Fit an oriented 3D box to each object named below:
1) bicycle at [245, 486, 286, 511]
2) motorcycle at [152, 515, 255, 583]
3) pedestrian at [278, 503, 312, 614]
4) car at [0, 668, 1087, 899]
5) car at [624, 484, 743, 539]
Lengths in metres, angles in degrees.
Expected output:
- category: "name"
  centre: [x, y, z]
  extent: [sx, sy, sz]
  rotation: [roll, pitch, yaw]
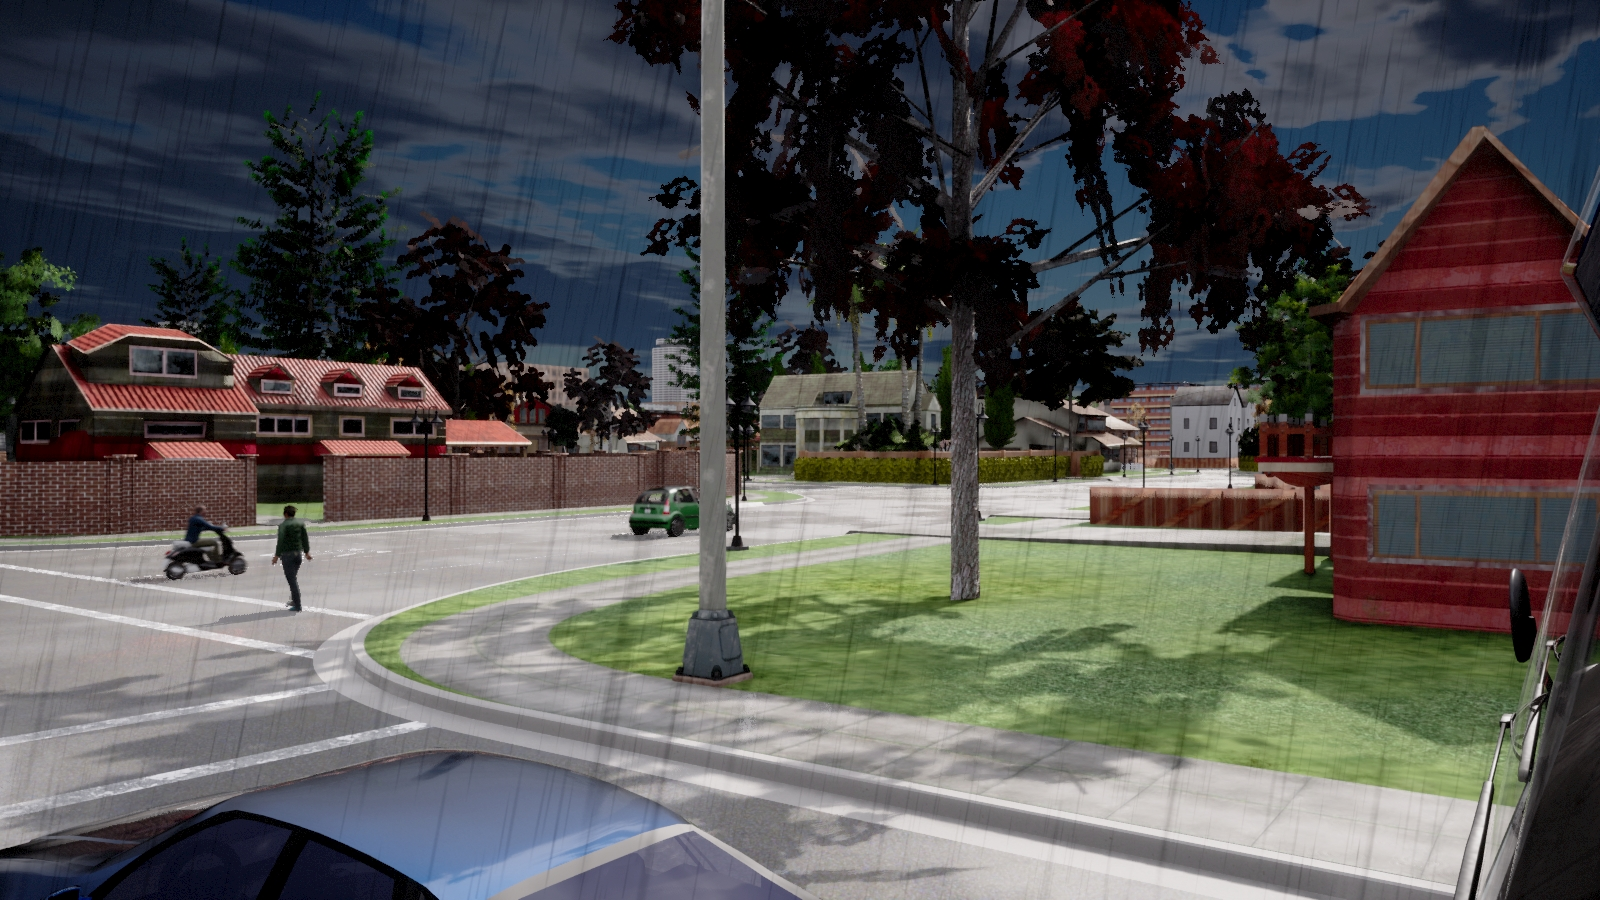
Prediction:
- category: "bicycle"
  centre: [-24.740, 2.256, 52.916]
  extent: [0.859, 1.080, 1.487]
  rotation: [0, 0, 34]
- category: "motorcycle"
  centre: [-13.043, 2.137, 25.024]
  extent: [0.856, 1.341, 1.805]
  rotation: [0, 0, 39]
- category: "pedestrian"
  centre: [-8.657, 1.848, 19.591]
  extent: [0.375, 1.860, 0.375]
  rotation: [0, 0, 28]
- category: "car"
  centre: [-1.713, 2.106, 4.943]
  extent: [5.357, 1.411, 2.033]
  rotation: [0, 0, 36]
- category: "car"
  centre: [-3.844, 1.999, 38.228]
  extent: [1.851, 1.617, 3.988]
  rotation: [0, 0, 34]
